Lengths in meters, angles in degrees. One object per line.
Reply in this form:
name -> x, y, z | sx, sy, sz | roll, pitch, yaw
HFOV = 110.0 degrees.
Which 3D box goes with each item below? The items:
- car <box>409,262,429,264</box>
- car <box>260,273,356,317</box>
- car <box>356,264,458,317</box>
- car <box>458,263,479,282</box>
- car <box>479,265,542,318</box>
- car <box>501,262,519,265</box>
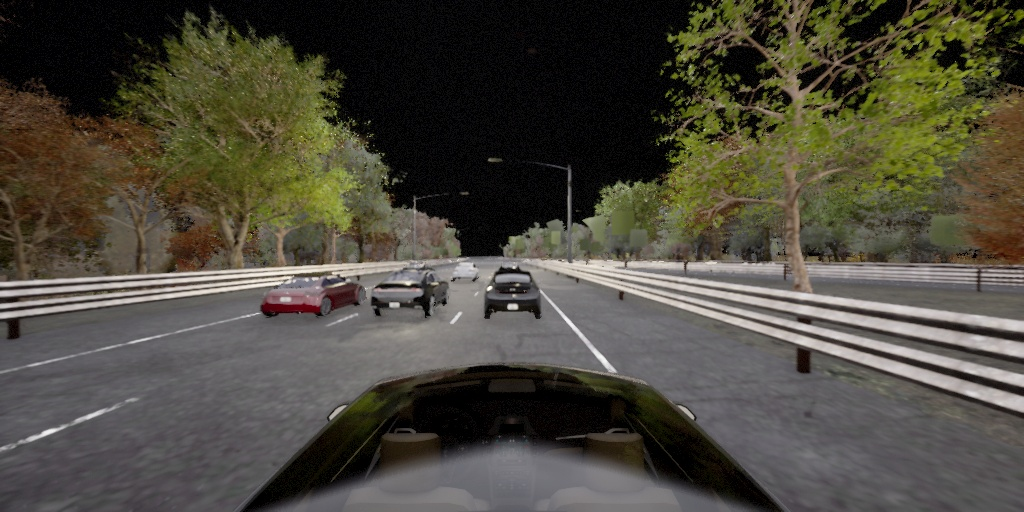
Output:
car -> -7.183, 1.230, 28.055 | 2.128, 1.511, 4.902 | 0, 0, -1
car -> -6.987, 1.306, 13.065 | 1.994, 1.385, 4.181 | 0, 0, 0
car -> -3.484, 1.233, 13.046 | 2.128, 1.511, 4.902 | 0, 0, 0
car -> -3.696, 1.262, 29.086 | 1.812, 1.442, 4.674 | 0, 0, -1
car -> 0.015, 1.244, 12.971 | 1.837, 1.490, 4.892 | 0, 0, 0
car -> -0.181, 1.226, 28.137 | 2.128, 1.511, 4.902 | 0, 0, -1
